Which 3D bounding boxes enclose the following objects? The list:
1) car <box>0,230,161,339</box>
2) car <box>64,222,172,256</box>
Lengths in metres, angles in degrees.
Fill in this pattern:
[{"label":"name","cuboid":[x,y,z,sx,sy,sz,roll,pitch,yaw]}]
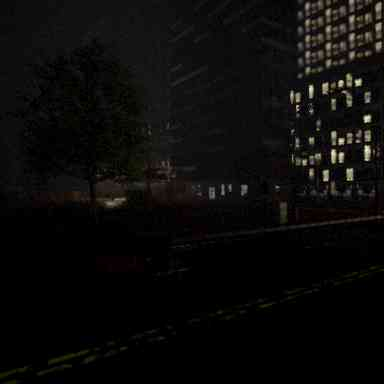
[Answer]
[{"label":"car","cuboid":[-3.089,1.594,5.474,4.718,1.301,1.895,-1,0,-35]},{"label":"car","cuboid":[-3.027,1.565,9.508,4.718,1.301,1.895,-1,0,-35]}]
